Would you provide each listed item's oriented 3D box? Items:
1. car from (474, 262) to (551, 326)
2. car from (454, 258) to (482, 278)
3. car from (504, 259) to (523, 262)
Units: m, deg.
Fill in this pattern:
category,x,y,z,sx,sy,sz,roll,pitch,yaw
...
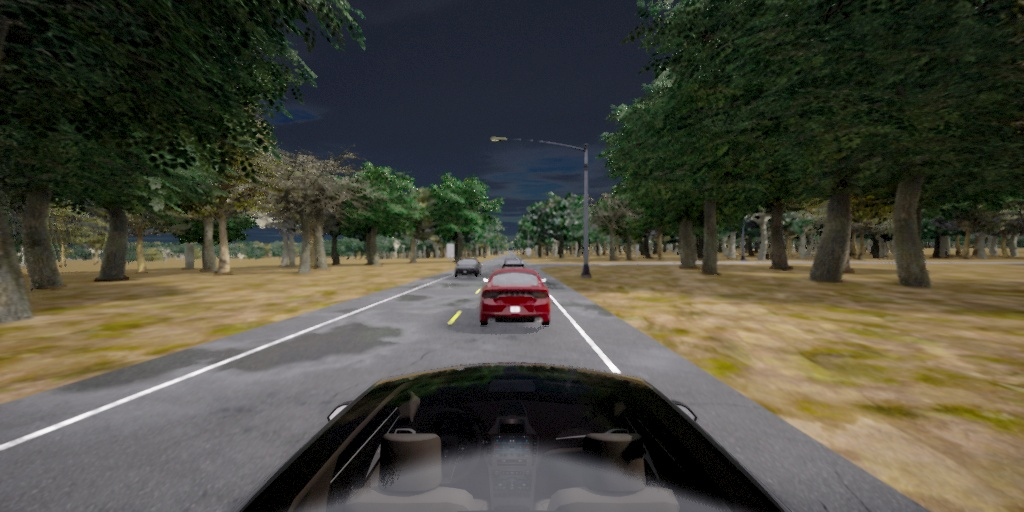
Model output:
category,x,y,z,sx,sy,sz,roll,pitch,yaw
car,0.086,1.111,11.174,1.882,1.535,5.008,0,1,0
car,-3.579,0.920,29.822,1.882,1.535,5.008,0,1,0
car,0.096,0.957,27.423,2.128,1.511,4.902,0,1,0
